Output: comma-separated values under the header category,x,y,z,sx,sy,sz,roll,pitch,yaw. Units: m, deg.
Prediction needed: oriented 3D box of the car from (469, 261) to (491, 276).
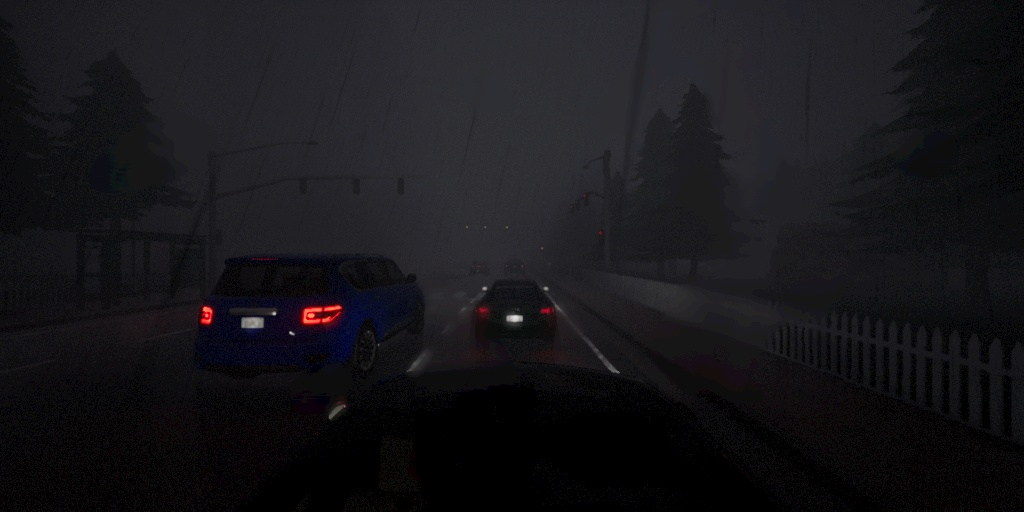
category,x,y,z,sx,sy,sz,roll,pitch,yaw
car,-3.262,1.232,36.966,2.128,1.511,4.902,0,0,0

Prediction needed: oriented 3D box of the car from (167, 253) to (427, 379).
category,x,y,z,sx,sy,sz,roll,pitch,yaw
car,-3.404,0.968,7.414,2.150,2.045,5.566,0,0,0

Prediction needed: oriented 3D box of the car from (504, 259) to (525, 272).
category,x,y,z,sx,sy,sz,roll,pitch,yaw
car,0.243,1.080,37.891,2.097,1.767,4.553,0,0,0

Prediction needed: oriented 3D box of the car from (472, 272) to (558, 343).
category,x,y,z,sx,sy,sz,roll,pitch,yaw
car,0.089,1.308,9.694,1.994,1.385,4.181,0,0,1
